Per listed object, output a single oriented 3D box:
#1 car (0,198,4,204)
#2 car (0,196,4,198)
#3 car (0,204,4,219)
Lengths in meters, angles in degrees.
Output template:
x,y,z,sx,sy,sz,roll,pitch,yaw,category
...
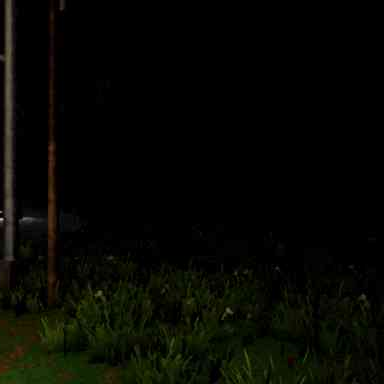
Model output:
x,y,z,sx,sy,sz,roll,pitch,yaw,category
-17.271,1.537,29.832,1.994,1.385,4.181,0,0,-36,car
-26.062,1.325,43.696,4.553,1.767,2.097,0,0,39,car
-12.530,1.574,18.699,1.895,1.301,4.718,0,0,-13,car
